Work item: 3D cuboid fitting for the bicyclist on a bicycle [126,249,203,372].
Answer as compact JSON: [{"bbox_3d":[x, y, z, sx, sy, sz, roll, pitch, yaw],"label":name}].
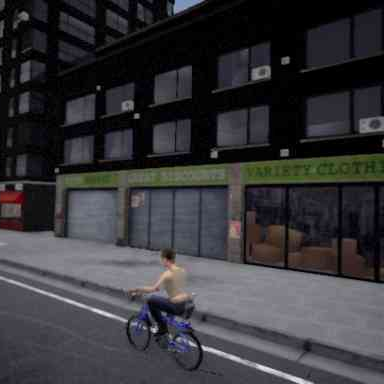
[{"bbox_3d":[-0.435,1.631,4.857,1.509,1.612,0.866,0,-3,38],"label":"bicyclist on a bicycle"}]
